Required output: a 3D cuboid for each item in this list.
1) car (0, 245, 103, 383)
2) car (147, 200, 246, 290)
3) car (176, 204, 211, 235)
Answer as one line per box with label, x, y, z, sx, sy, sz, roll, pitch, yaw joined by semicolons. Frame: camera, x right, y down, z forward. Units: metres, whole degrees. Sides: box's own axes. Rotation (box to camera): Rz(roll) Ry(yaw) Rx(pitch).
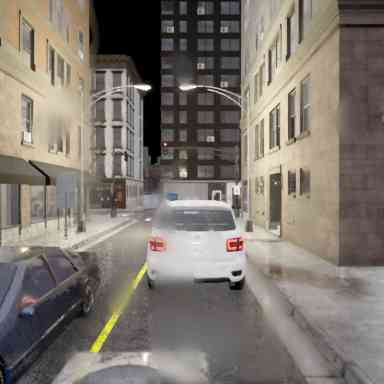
car;-2.758;1.547;4.696;2.033;1.411;5.357;0;0;0
car;0.090;1.221;9.215;2.150;2.045;5.566;0;0;0
car;0.060;1.526;19.538;1.812;1.442;4.674;0;0;0
